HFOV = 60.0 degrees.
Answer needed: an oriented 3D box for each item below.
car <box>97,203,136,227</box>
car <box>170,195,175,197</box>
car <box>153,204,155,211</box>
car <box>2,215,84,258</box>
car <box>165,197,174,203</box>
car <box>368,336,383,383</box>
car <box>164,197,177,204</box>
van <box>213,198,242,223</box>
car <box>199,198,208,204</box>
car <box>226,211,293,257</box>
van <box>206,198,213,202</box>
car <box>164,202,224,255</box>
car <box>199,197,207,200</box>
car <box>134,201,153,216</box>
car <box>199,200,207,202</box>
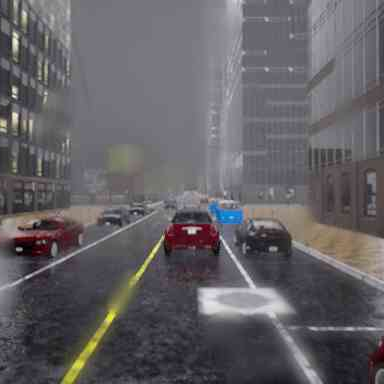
[{"bbox_3d":[-5.689,1.759,24.603,1.947,1.339,4.313,0,0,0],"label":"car"},{"bbox_3d":[-5.689,2.007,79.804,1.887,1.381,4.507,0,0,0],"label":"car"},{"bbox_3d":[-5.818,1.811,43.233,1.752,1.417,4.829,0,0,0],"label":"car"},{"bbox_3d":[-5.691,1.661,13.199,1.887,1.381,4.507,0,-1,0],"label":"car"},{"bbox_3d":[-5.689,2.040,85.486,2.008,1.369,4.403,0,0,0],"label":"car"},{"bbox_3d":[2.690,1.600,1.798,1.802,1.307,4.206,0,-1,0],"label":"car"},{"bbox_3d":[-3.002,1.859,48.748,2.033,1.411,5.357,0,0,0],"label":"car"},{"bbox_3d":[2.693,1.534,24.605,1.690,1.788,3.998,0,0,0],"label":"van"},{"bbox_3d":[2.692,2.028,79.806,1.947,1.339,4.313,0,0,0],"label":"car"},{"bbox_3d":[2.690,1.667,13.199,2.008,1.369,4.403,0,0,0],"label":"car"},{"bbox_3d":[2.774,1.592,36.002,1.690,1.788,3.998,0,0,0],"label":"van"},{"bbox_3d":[0.002,1.473,14.085,2.097,1.767,4.553,0,-1,0],"label":"car"},{"bbox_3d":[2.692,1.875,74.126,1.967,1.590,4.097,0,0,0],"label":"car"},{"bbox_3d":[-5.769,1.816,35.999,1.947,1.339,4.313,0,0,0],"label":"car"},{"bbox_3d":[0.004,1.710,29.293,2.128,1.511,4.902,0,0,0],"label":"car"}]
